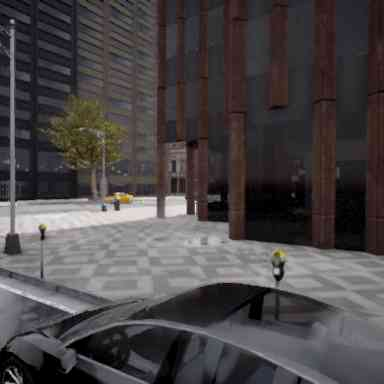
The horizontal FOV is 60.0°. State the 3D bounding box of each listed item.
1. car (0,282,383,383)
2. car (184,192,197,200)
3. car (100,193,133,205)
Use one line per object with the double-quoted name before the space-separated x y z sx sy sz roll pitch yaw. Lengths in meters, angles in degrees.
"car" 0.064 1.533 2.917 4.313 1.339 1.947 1 1 36
"car" 0.473 0.794 59.778 1.837 1.490 4.892 1 1 36
"car" -10.176 0.878 45.033 1.882 1.535 5.008 1 1 36
